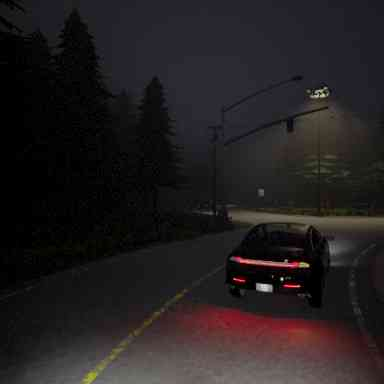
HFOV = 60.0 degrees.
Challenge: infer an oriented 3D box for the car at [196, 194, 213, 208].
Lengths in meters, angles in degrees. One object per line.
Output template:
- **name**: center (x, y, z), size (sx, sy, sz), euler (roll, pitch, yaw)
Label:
- **car**: center (1.707, 1.243, 40.494), size (2.150, 2.045, 5.566), euler (0, 0, 1)

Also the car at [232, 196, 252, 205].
- **car**: center (8.917, 1.510, 59.116), size (2.128, 1.511, 4.902), euler (0, 0, 38)

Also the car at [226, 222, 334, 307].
- **car**: center (2.296, 1.490, 8.128), size (2.128, 1.511, 4.902), euler (0, 0, 25)
